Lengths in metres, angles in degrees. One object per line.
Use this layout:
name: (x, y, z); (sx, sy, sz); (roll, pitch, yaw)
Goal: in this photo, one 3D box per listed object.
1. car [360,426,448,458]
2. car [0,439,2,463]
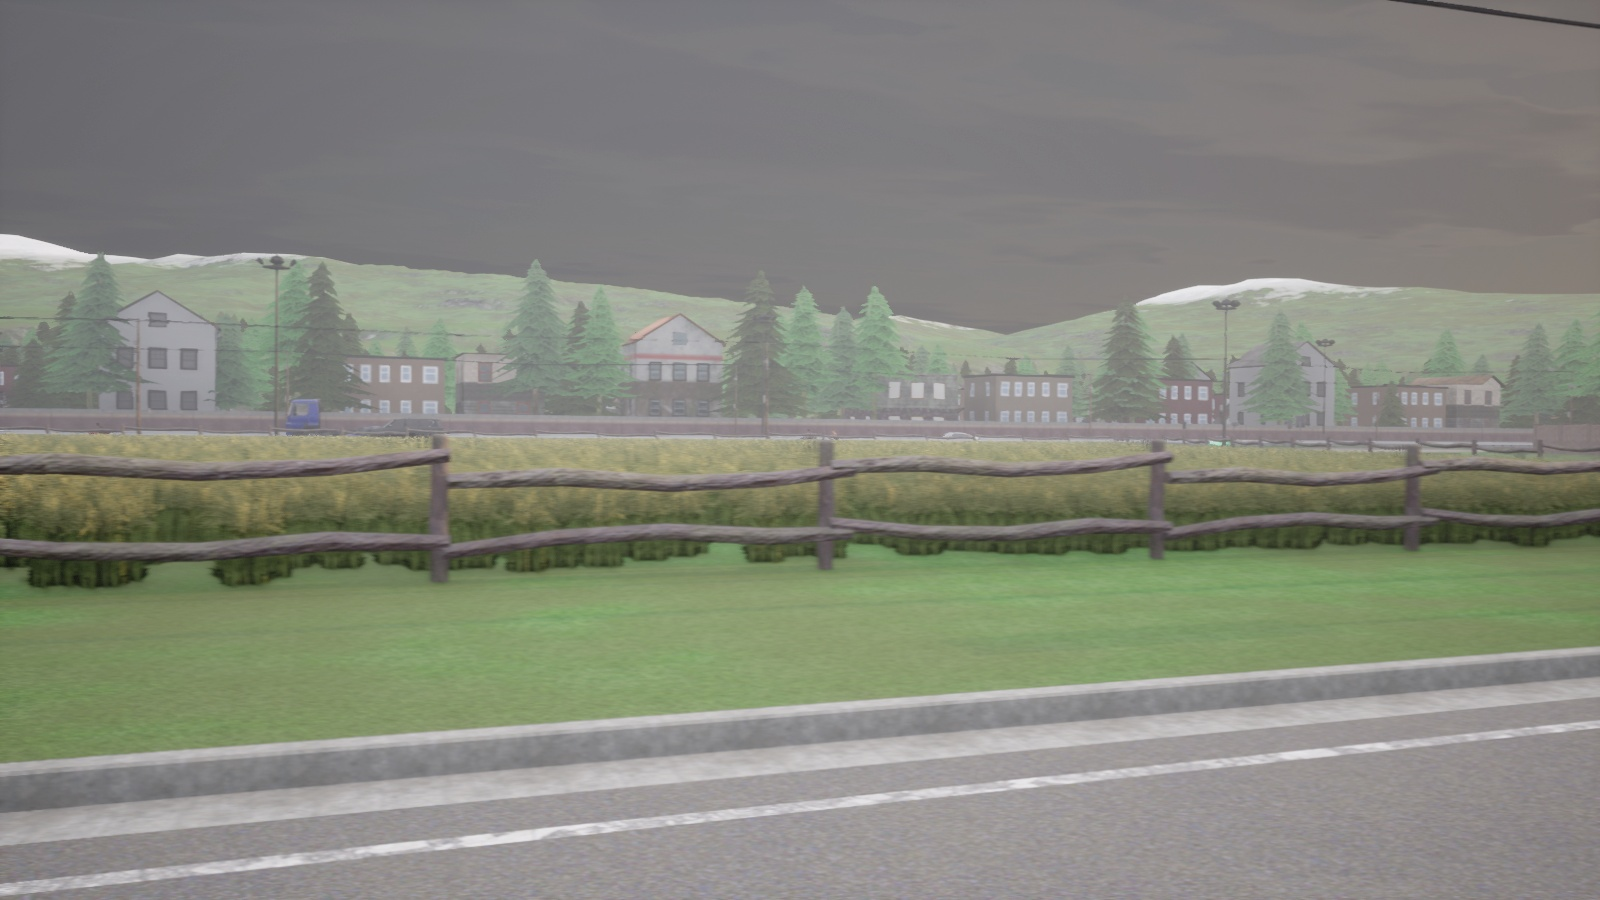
car: (-26.840, -0.580, 85.040); (5.566, 2.045, 2.150); (-1, 1, -20)
car: (-53.195, 0.106, 78.914); (4.892, 1.490, 1.837); (-1, 1, -21)
